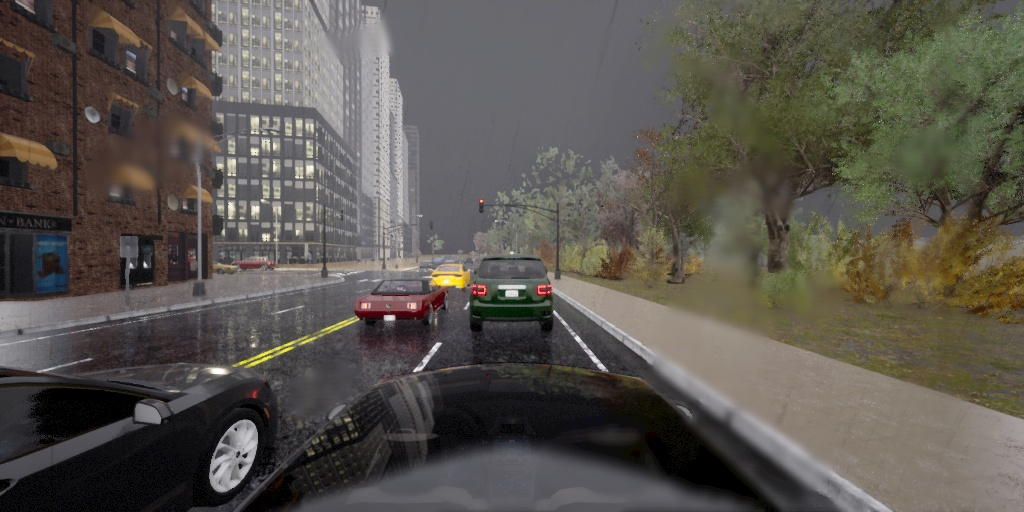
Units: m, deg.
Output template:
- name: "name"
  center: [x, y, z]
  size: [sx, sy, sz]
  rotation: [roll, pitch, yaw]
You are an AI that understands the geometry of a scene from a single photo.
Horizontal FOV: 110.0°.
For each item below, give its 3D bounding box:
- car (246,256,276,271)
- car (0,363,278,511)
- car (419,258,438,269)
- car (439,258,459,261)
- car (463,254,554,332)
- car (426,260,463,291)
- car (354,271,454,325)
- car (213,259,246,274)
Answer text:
- name: "car"
  center: [-28.671, 0.803, 39.685]
  size: [4.097, 1.591, 1.967]
  rotation: [0, 0, -11]
- name: "car"
  center: [-3.181, 1.255, 1.493]
  size: [1.837, 1.490, 4.892]
  rotation: [0, 0, 0]
- name: "car"
  center: [-12.650, 1.281, 53.784]
  size: [1.994, 1.385, 4.181]
  rotation: [0, 0, -6]
- name: "car"
  center: [-9.517, 1.261, 55.138]
  size: [2.033, 1.411, 5.357]
  rotation: [0, 0, -6]
- name: "car"
  center: [-0.030, 0.969, 11.058]
  size: [2.150, 2.045, 5.566]
  rotation: [0, 0, -1]
- name: "car"
  center: [-3.582, 1.220, 21.528]
  size: [1.882, 1.535, 5.008]
  rotation: [0, 0, -2]
- name: "car"
  center: [-3.282, 1.348, 11.713]
  size: [1.895, 1.301, 4.718]
  rotation: [0, 0, -1]
- name: "car"
  center: [-26.646, 0.938, 31.370]
  size: [4.829, 1.417, 1.751]
  rotation: [0, 0, -11]
